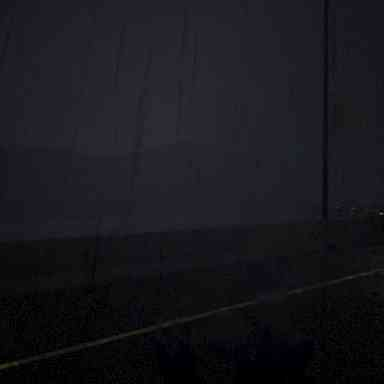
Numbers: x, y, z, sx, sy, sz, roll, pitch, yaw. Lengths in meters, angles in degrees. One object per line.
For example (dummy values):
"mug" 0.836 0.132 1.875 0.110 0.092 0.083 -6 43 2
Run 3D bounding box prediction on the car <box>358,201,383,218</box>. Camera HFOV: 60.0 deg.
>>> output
"car" 17.798 1.828 31.223 5.008 1.535 1.882 1 -1 -43

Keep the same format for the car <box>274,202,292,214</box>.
"car" 12.149 1.906 40.292 5.357 1.411 2.033 1 -1 -44

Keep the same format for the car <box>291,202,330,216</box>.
"car" 13.601 1.896 36.836 5.357 1.411 2.033 1 0 -43

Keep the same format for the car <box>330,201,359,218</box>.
"car" 16.819 1.717 35.145 4.553 1.767 2.097 1 0 -44
